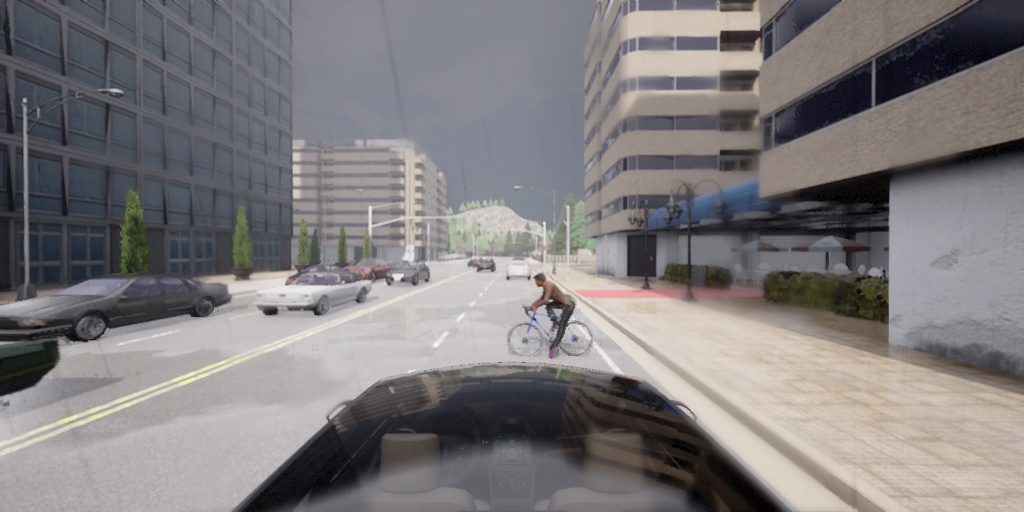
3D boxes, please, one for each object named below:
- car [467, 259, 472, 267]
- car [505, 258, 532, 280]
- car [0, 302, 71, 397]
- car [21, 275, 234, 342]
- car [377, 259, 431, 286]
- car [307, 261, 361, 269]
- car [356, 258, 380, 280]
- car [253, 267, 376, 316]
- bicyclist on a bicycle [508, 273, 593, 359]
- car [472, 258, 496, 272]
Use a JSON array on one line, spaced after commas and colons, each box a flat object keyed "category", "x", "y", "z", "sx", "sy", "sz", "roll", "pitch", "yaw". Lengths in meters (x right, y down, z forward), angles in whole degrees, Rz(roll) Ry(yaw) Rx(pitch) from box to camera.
[{"category": "car", "x": -4.896, "y": 0.931, "z": 50.174, "sx": 1.994, "sy": 1.385, "sz": 4.181, "roll": 0, "pitch": 0, "yaw": -22}, {"category": "car", "x": 0.517, "y": 1.088, "z": 28.537, "sx": 1.812, "sy": 1.442, "sz": 4.674, "roll": 0, "pitch": 0, "yaw": 1}, {"category": "car", "x": -7.107, "y": 1.343, "z": 2.600, "sx": 1.895, "sy": 1.301, "sz": 4.718, "roll": 0, "pitch": 0, "yaw": 1}, {"category": "car", "x": -10.490, "y": 1.238, "z": 9.861, "sx": 2.033, "sy": 1.411, "sz": 5.357, "roll": 0, "pitch": 0, "yaw": 1}, {"category": "car", "x": -6.747, "y": 1.086, "z": 23.709, "sx": 2.128, "sy": 1.511, "sz": 4.902, "roll": 0, "pitch": 0, "yaw": 1}, {"category": "car", "x": -10.318, "y": 1.187, "z": 19.512, "sx": 1.994, "sy": 1.385, "sz": 4.181, "roll": 0, "pitch": 0, "yaw": 2}, {"category": "car", "x": -10.140, "y": 0.936, "z": 25.120, "sx": 2.097, "sy": 1.767, "sz": 4.553, "roll": 0, "pitch": 0, "yaw": 1}, {"category": "car", "x": -6.935, "y": 1.269, "z": 13.091, "sx": 1.895, "sy": 1.301, "sz": 4.718, "roll": 0, "pitch": 0, "yaw": 1}, {"category": "bicyclist on a bicycle", "x": 0.720, "y": 1.152, "z": 6.911, "sx": 1.656, "sy": 1.620, "sz": 0.582, "roll": -2, "pitch": 0, "yaw": 1}, {"category": "car", "x": -2.806, "y": 0.971, "z": 40.202, "sx": 2.128, "sy": 1.511, "sz": 4.902, "roll": 0, "pitch": 0, "yaw": 1}]
